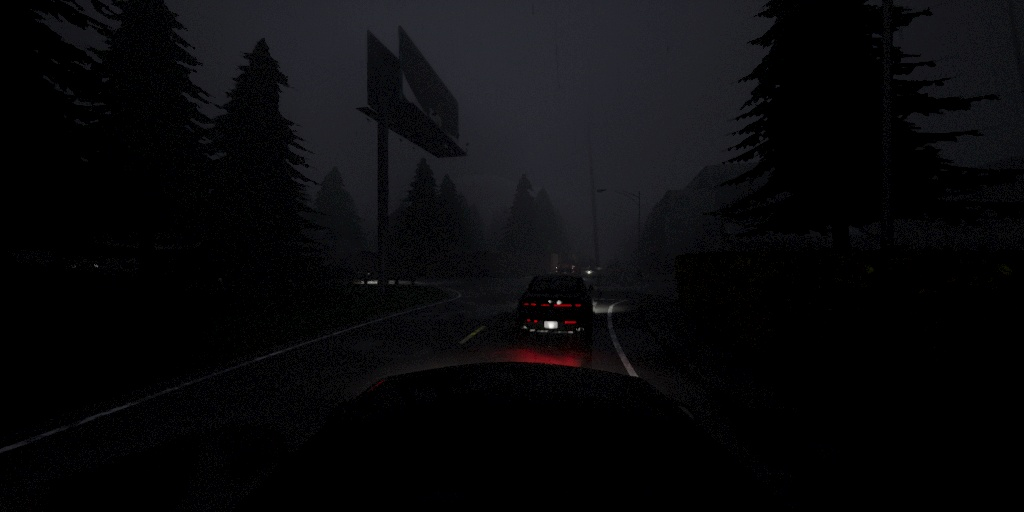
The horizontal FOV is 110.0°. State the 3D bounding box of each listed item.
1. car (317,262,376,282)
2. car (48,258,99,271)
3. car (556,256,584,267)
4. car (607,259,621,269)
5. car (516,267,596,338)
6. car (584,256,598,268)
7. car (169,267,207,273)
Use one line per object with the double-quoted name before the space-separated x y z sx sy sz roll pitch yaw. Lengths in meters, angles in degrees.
"car" -12.154 1.137 26.243 4.181 1.385 1.994 0 0 17
"car" -44.410 0.989 36.339 4.553 1.767 2.097 0 0 17
"car" 5.818 1.102 37.044 2.097 1.767 4.553 0 0 18
"car" 16.079 1.241 56.416 2.128 1.511 4.902 0 0 18
"car" 1.360 1.256 10.294 1.837 1.490 4.892 0 0 12
"car" 10.532 0.972 51.382 2.150 2.045 5.566 0 0 19
"car" -27.073 1.051 30.870 5.008 1.535 1.882 0 0 17
